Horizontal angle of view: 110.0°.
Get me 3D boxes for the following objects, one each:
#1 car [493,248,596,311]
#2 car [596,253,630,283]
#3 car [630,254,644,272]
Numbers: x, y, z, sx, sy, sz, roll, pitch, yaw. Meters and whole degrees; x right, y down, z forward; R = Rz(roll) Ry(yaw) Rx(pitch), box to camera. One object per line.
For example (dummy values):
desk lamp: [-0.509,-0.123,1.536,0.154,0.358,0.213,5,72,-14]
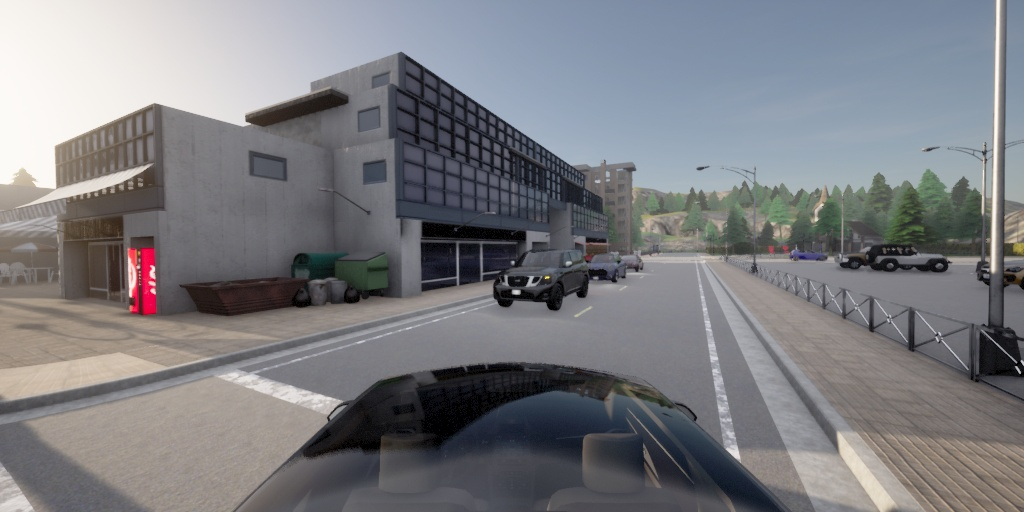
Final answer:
car: [1.377,0.737,13.829,2.150,2.045,5.566,0,1,27]
car: [5.820,0.641,22.605,2.097,1.767,4.553,0,1,27]
car: [10.446,0.580,31.731,1.812,1.442,4.674,0,1,27]
